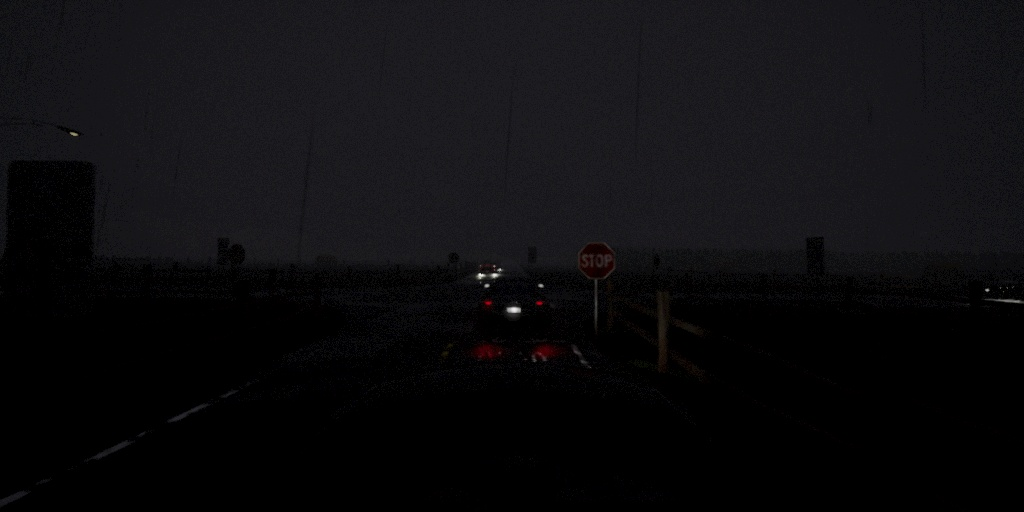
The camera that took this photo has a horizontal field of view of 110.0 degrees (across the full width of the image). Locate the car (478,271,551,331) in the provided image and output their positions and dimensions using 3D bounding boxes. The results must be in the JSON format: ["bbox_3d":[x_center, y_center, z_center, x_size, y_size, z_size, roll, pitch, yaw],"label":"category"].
[{"bbox_3d":[0.063,1.341,11.078,1.994,1.385,4.181,0,0,0],"label":"car"}]

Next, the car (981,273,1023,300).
[{"bbox_3d":[29.941,1.748,20.789,4.892,1.490,1.837,1,-1,-1],"label":"car"}]

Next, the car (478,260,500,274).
[{"bbox_3d":[-2.873,1.230,43.578,2.097,1.767,4.553,0,0,0],"label":"car"}]
